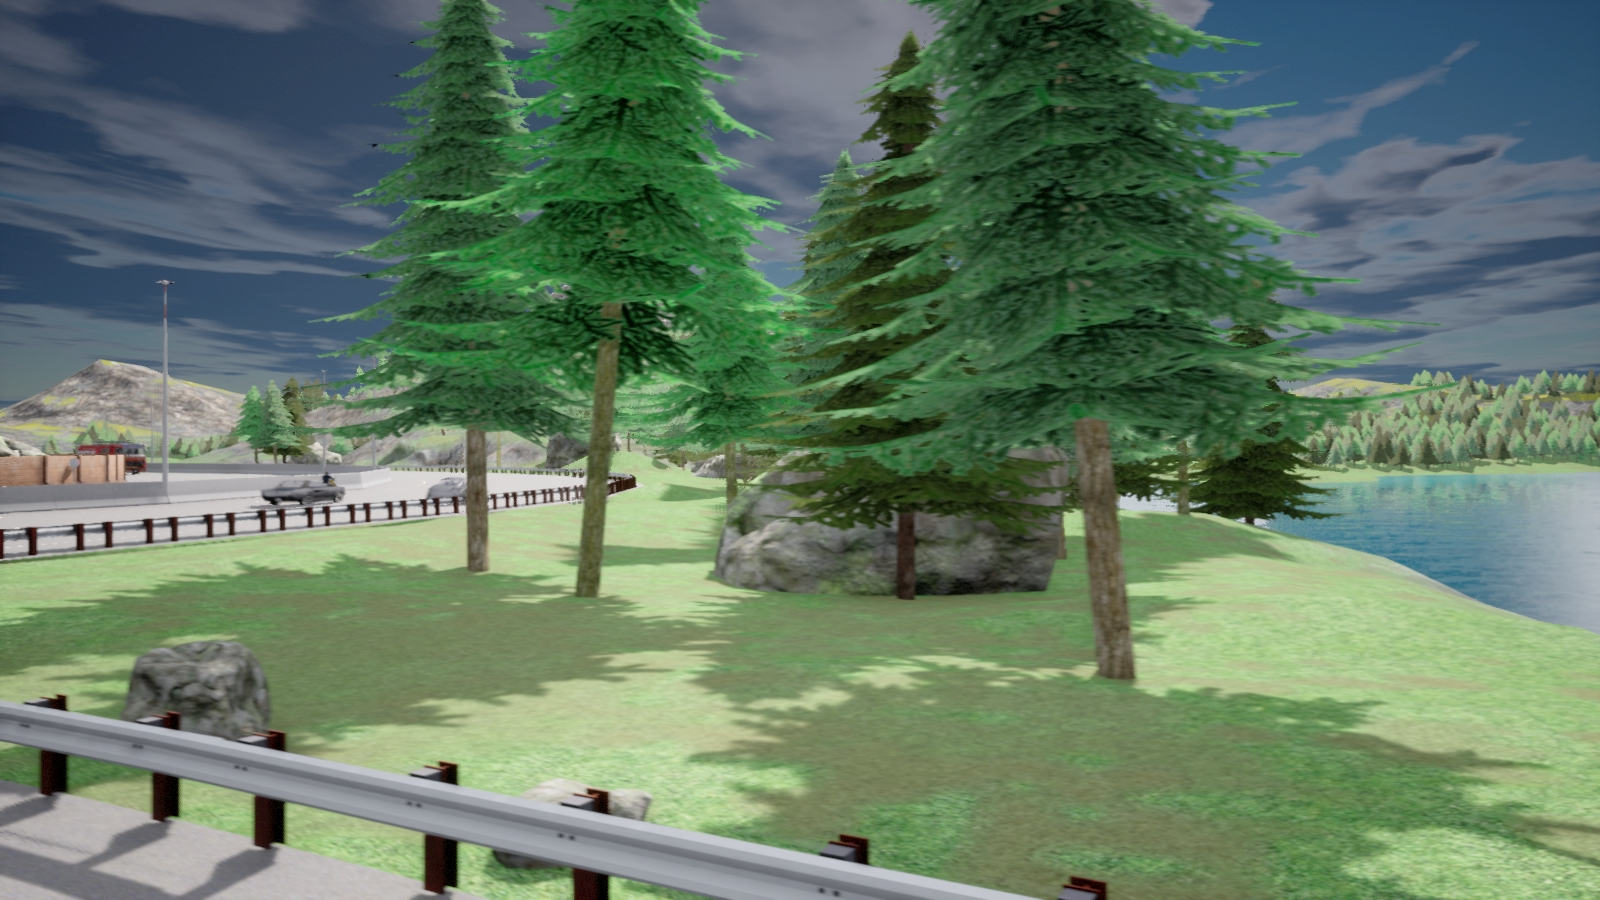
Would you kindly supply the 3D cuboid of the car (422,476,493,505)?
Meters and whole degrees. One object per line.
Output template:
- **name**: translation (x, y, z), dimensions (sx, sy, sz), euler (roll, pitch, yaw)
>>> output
- **car**: translation (-18.015, 2.127, 60.353), dimensions (1.994, 1.385, 4.181), euler (0, 0, 8)

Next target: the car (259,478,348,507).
- **car**: translation (-25.379, 2.166, 58.556), dimensions (1.895, 1.301, 4.718), euler (0, 0, 10)

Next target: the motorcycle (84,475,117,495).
- **motorcycle**: translation (-44.068, 2.199, 72.019), dimensions (0.856, 1.236, 1.805), euler (-2, 0, 5)
